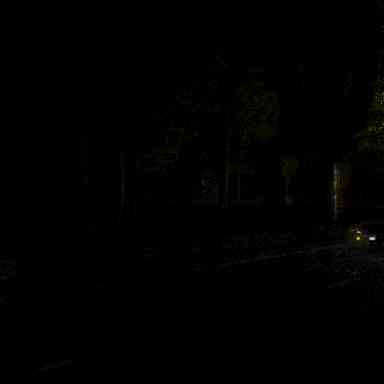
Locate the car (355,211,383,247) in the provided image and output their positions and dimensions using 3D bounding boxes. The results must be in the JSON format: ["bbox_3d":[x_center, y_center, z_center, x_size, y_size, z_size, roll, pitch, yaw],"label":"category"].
[{"bbox_3d":[8.730,1.501,13.899,4.892,1.490,1.837,0,0,-35],"label":"car"}]
